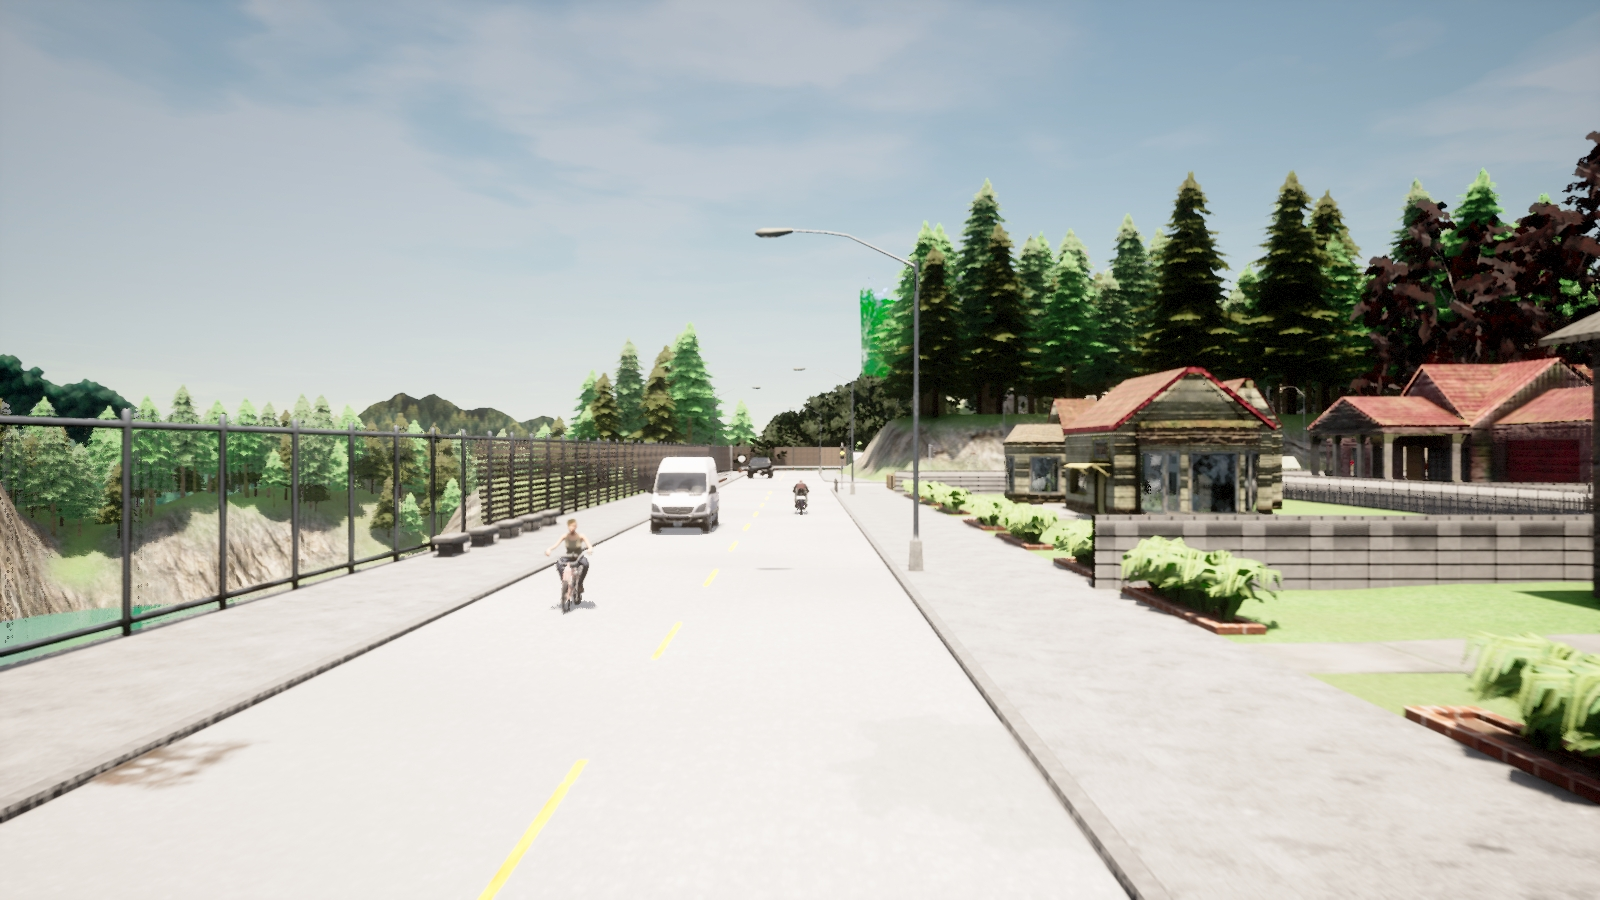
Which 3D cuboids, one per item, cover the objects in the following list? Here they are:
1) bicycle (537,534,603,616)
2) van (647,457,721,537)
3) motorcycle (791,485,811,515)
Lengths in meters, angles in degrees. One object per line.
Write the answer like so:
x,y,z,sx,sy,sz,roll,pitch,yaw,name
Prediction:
-4.000,2.158,19.998,0.859,1.276,1.487,0,0,0,bicycle
-3.966,1.535,39.979,1.988,2.561,5.915,0,0,0,van
0.040,2.205,50.748,0.867,1.251,2.209,0,0,0,motorcycle
